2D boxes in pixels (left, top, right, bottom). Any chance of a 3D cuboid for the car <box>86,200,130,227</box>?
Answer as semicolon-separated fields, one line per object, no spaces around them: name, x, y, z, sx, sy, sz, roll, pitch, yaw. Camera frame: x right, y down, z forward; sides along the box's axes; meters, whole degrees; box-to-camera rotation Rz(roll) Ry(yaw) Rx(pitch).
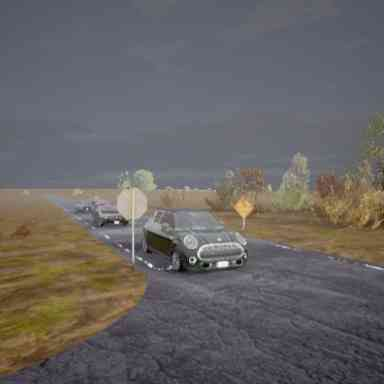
car;-5.866;1.550;23.465;2.033;1.411;5.357;0;0;-25

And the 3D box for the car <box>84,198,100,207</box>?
car;-15.882;1.631;52.625;1.895;1.301;4.718;0;0;-25

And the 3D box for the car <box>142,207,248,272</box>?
car;-0.103;1.347;10.952;2.097;1.767;4.553;0;0;-25

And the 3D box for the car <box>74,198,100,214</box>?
car;-11.510;1.576;35.775;1.994;1.385;4.181;0;0;-24

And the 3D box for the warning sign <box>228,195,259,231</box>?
warning sign;2.841;1.125;18.308;1.300;1.860;1.060;0;0;-25
